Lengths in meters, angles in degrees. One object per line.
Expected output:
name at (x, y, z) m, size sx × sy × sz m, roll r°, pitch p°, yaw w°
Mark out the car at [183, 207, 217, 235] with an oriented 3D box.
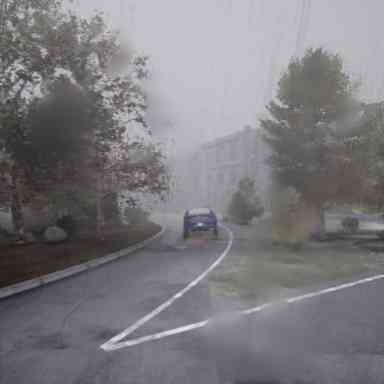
car at (0.470, 1.651, 20.365) m, size 1.882 × 1.535 × 5.008 m, roll -4°, pitch -1°, yaw 1°
